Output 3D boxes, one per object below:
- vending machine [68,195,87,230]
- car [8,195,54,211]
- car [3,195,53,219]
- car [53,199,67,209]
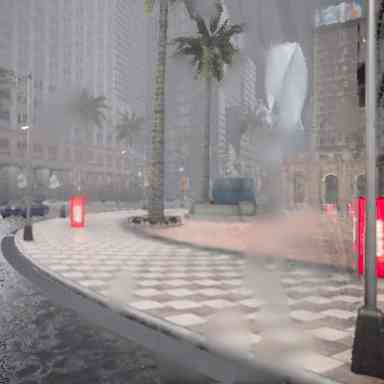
[{"bbox_3d":[-7.141,1.272,20.792,1.100,2.100,0.880,0,0,-18],"label":"vending machine"},{"bbox_3d":[-21.947,1.433,45.621,2.150,2.045,5.566,0,0,27],"label":"car"},{"bbox_3d":[-15.148,1.440,30.588,2.097,1.767,4.553,0,0,3],"label":"car"},{"bbox_3d":[-18.803,1.687,44.082,1.812,1.442,4.674,0,0,27],"label":"car"}]
